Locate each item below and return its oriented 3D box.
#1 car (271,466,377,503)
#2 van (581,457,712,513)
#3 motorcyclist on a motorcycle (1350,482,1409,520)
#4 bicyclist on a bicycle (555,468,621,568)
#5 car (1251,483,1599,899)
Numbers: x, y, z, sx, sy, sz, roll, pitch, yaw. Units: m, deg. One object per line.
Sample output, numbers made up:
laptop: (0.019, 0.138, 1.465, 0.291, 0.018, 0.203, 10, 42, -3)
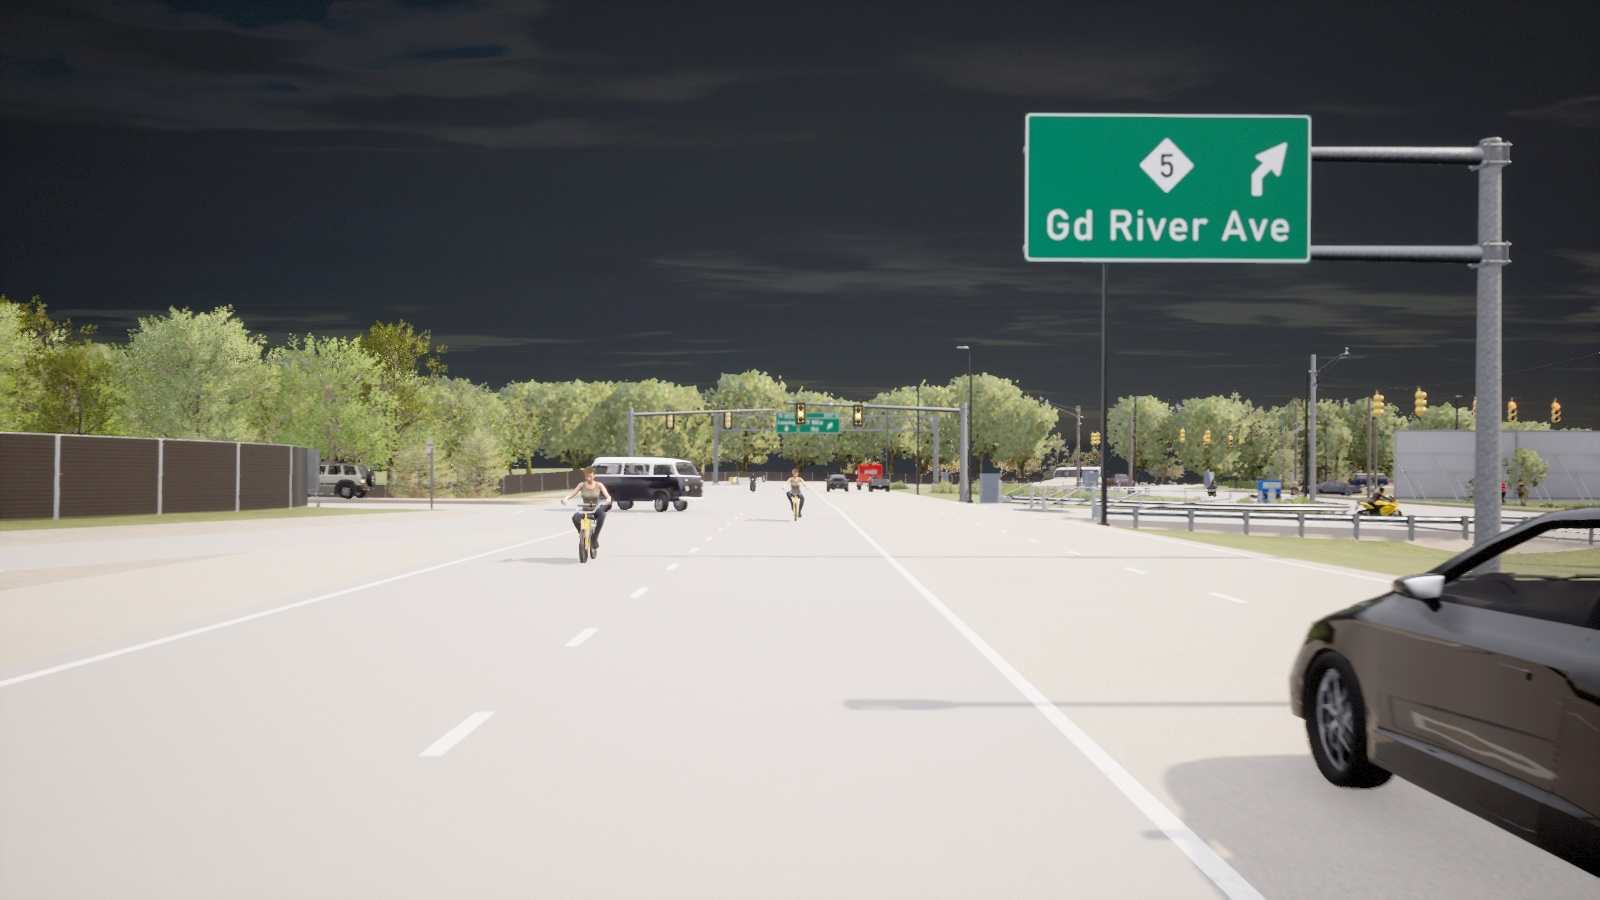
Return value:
car: (-24.062, 1.728, 63.571, 4.605, 1.855, 1.932, 0, 0, 0)
van: (-5.786, 1.342, 47.316, 4.480, 2.038, 2.069, -1, -3, 25)
motorcyclist on a motorcycle: (24.265, 2.129, 52.590, 2.044, 1.523, 0.797, -2, 0, -3)
bicyclist on a bicycle: (-3.550, 1.110, 21.137, 0.866, 1.612, 1.509, 0, -1, 0)
car: (3.488, 0.896, 5.050, 1.816, 1.474, 4.193, 0, -1, 0)
